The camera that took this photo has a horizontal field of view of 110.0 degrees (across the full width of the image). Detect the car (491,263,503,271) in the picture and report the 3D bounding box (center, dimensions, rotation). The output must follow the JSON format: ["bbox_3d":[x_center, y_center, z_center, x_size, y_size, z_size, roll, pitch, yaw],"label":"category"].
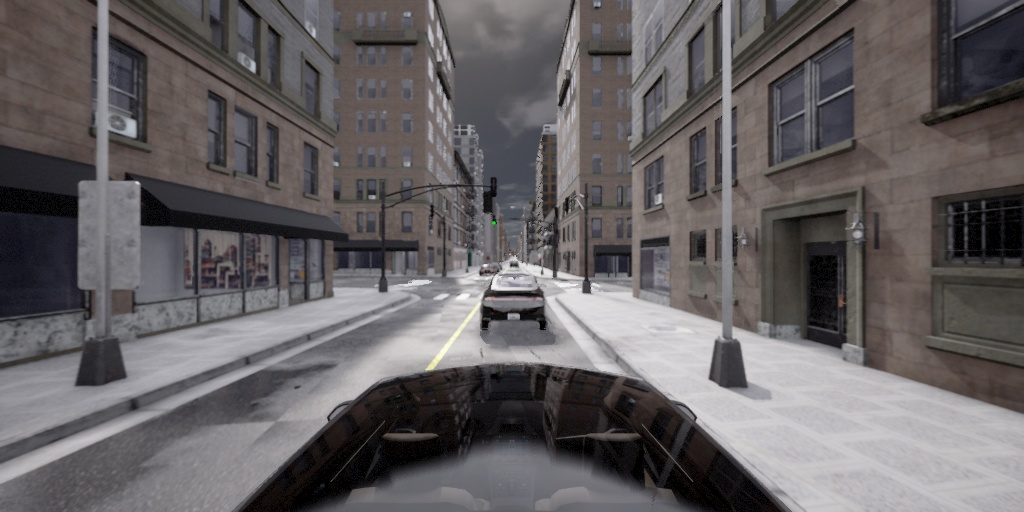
[{"bbox_3d":[-2.674,1.879,63.490,1.895,1.301,4.718,0,-1,1],"label":"car"}]

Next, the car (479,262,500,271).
[{"bbox_3d":[-2.838,1.660,43.421,1.994,1.385,4.181,0,-1,1],"label":"car"}]

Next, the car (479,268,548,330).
[{"bbox_3d":[0.077,1.313,11.404,2.128,1.511,4.902,0,0,1],"label":"car"}]

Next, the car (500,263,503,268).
[{"bbox_3d":[-2.771,1.691,53.374,1.837,1.490,4.892,0,-1,0],"label":"car"}]
